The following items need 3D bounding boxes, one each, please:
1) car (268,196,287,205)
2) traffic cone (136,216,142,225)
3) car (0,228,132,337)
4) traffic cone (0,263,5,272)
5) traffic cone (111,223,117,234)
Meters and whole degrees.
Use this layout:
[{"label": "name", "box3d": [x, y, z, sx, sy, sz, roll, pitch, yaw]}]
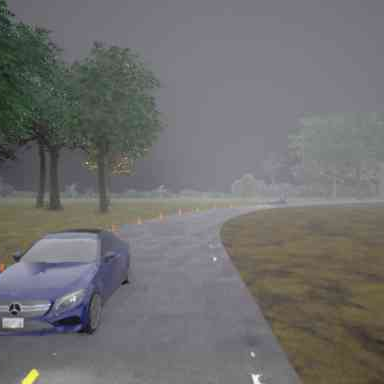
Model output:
[{"label": "car", "box3d": [14.366, 1.423, 55.912, 2.128, 1.511, 4.902, -1, 0, 38]}, {"label": "traffic cone", "box3d": [-3.664, 1.973, 23.142, 0.340, 0.580, 0.340, 0, 0, 9]}, {"label": "car", "box3d": [-2.434, 1.537, 6.882, 1.812, 1.442, 4.674, 0, 0, 0]}, {"label": "traffic cone", "box3d": [-4.430, 1.969, 7.792, 0.340, 0.580, 0.340, 0, 0, 0]}, {"label": "traffic cone", "box3d": [-4.262, 1.975, 17.974, 0.340, 0.580, 0.340, 0, 0, 4]}]
